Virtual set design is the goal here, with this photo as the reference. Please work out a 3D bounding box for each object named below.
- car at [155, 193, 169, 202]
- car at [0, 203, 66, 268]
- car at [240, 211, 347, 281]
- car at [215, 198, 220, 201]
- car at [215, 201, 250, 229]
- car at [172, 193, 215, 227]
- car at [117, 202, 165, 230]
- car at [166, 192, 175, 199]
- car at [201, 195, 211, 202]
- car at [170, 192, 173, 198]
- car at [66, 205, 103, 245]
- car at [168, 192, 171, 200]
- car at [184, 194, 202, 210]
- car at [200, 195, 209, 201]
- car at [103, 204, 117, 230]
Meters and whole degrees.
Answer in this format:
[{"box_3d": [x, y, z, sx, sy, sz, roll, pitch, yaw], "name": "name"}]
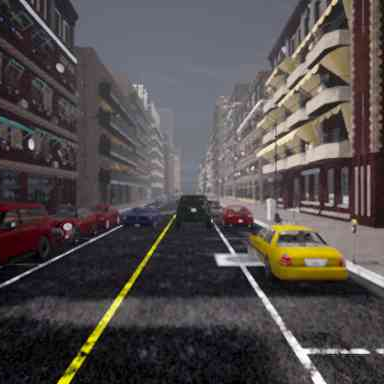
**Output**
[{"box_3d": [-5.712, 1.309, 60.098, 2.008, 1.369, 4.403, 0, 0, 0], "name": "car"}, {"box_3d": [-5.692, 1.278, 9.372, 2.192, 1.841, 5.009, 0, 0, 0], "name": "car"}, {"box_3d": [2.688, 1.488, 9.542, 1.752, 1.417, 4.829, 0, 0, 0], "name": "car"}, {"box_3d": [2.675, 1.379, 43.189, 2.008, 1.369, 4.403, 0, 0, 0], "name": "car"}, {"box_3d": [2.683, 1.463, 20.645, 1.887, 1.381, 4.507, 0, 0, 0], "name": "car"}, {"box_3d": [0.091, 1.136, 21.868, 2.150, 2.045, 5.566, 0, 0, 0], "name": "car"}, {"box_3d": [-3.009, 1.519, 20.546, 1.895, 1.301, 4.718, 0, 0, 0], "name": "car"}, {"box_3d": [-5.722, 0.957, 88.279, 2.192, 1.841, 5.009, 0, 0, 0], "name": "car"}, {"box_3d": [2.667, 1.260, 65.903, 1.752, 1.417, 4.829, 0, 0, 0], "name": "car"}, {"box_3d": [-5.719, 1.234, 77.007, 1.887, 1.381, 4.507, 0, 0, 0], "name": "car"}, {"box_3d": [-5.695, 1.380, 15.008, 1.967, 1.590, 4.097, 0, 0, 0], "name": "car"}, {"box_3d": [-5.715, 1.286, 65.735, 2.008, 1.369, 4.403, 0, 0, 0], "name": "car"}, {"box_3d": [0.083, 1.186, 41.823, 2.097, 1.767, 4.553, 0, 0, 0], "name": "car"}, {"box_3d": [2.664, 1.278, 71.370, 1.947, 1.339, 4.313, 0, 0, 0], "name": "car"}, {"box_3d": [-5.697, 1.463, 20.646, 1.887, 1.381, 4.507, 0, 0, 0], "name": "car"}]
